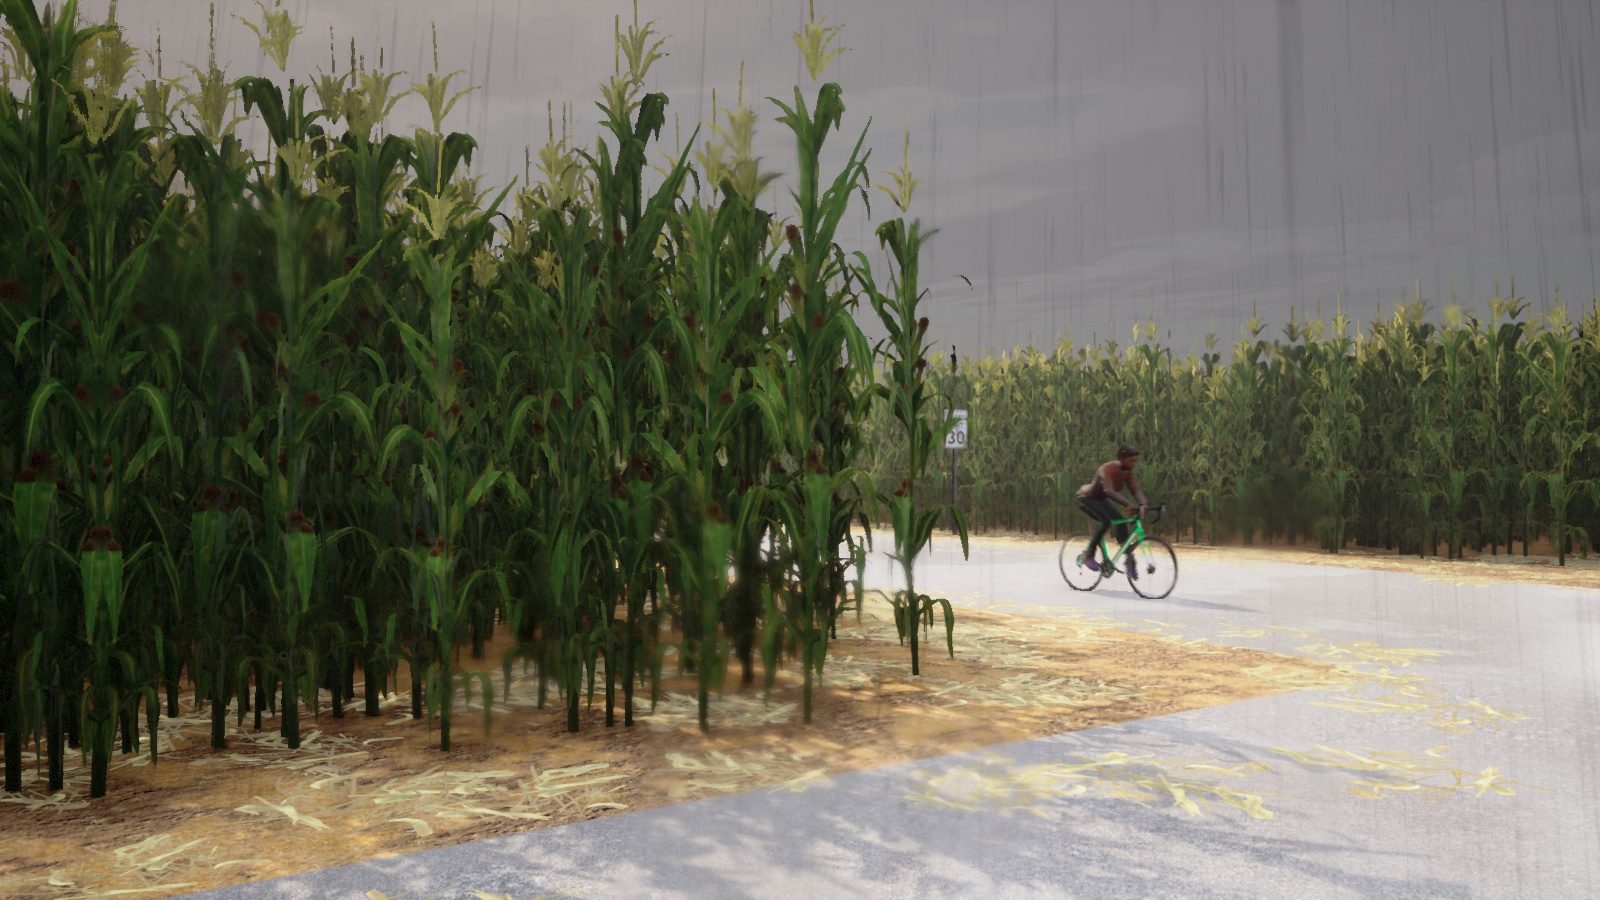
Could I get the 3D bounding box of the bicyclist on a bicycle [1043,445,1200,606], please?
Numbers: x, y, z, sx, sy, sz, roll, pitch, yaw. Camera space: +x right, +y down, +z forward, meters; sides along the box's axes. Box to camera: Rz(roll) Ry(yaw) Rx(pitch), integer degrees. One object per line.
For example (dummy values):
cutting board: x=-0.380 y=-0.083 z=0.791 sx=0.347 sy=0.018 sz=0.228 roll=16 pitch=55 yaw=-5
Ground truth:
bicyclist on a bicycle: x=3.431 y=0.762 z=13.529 sx=0.582 sy=1.620 sz=1.656 roll=0 pitch=0 yaw=-35
